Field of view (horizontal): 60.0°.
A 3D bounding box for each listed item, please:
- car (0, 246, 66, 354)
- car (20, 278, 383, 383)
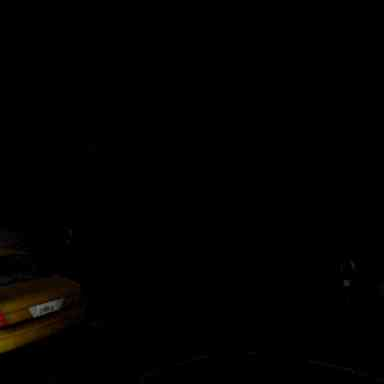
[{"bbox_3d":[-3.826,1.521,5.800,4.829,1.417,1.752,0,0,35],"label":"car"},{"bbox_3d":[0.813,1.565,2.499,4.313,1.339,1.947,0,0,35],"label":"car"}]
